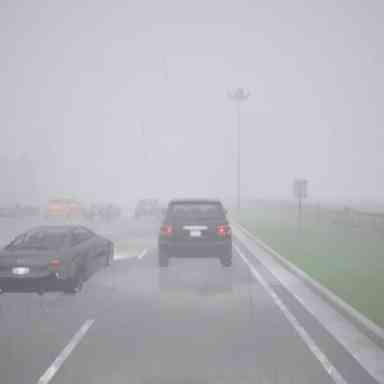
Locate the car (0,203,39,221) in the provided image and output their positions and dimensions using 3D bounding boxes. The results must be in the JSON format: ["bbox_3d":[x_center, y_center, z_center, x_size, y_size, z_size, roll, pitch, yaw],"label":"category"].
[{"bbox_3d":[-13.910,1.510,26.290,1.895,1.301,4.718,0,0,0],"label":"car"}]

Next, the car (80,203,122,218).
[{"bbox_3d":[-6.910,1.510,26.301,1.895,1.301,4.718,0,0,0],"label":"car"}]

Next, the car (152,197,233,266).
[{"bbox_3d":[0.094,1.182,11.483,2.150,2.045,5.566,0,0,0],"label":"car"}]

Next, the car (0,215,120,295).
[{"bbox_3d":[-3.410,1.534,8.645,1.994,1.385,4.181,0,0,0],"label":"car"}]

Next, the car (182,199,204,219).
[{"bbox_3d":[0.078,1.427,28.912,1.812,1.442,4.674,0,0,0],"label":"car"}]

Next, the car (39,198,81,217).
[{"bbox_3d":[-10.411,1.257,27.609,2.097,1.767,4.553,0,0,0],"label":"car"}]

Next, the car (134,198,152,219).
[{"bbox_3d":[-3.411,1.257,27.605,2.097,1.767,4.553,0,0,0],"label":"car"}]
